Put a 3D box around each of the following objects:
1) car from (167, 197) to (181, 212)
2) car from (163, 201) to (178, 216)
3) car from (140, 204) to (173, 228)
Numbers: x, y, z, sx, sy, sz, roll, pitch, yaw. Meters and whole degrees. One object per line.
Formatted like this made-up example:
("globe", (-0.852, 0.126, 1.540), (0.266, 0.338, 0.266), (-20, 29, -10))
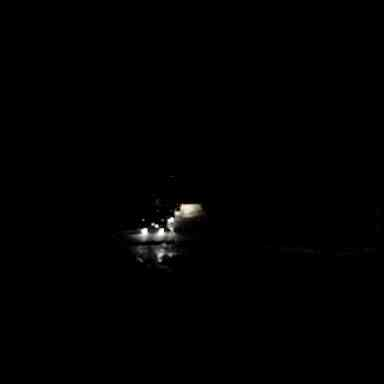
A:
("car", (-2.860, 1.842, 49.996), (2.150, 2.045, 5.566), (0, -1, 0))
("car", (-2.866, 1.987, 36.633), (1.812, 1.442, 4.674), (0, -1, 0))
("car", (-2.771, 1.873, 25.492), (2.033, 1.411, 5.357), (0, -1, -2))
